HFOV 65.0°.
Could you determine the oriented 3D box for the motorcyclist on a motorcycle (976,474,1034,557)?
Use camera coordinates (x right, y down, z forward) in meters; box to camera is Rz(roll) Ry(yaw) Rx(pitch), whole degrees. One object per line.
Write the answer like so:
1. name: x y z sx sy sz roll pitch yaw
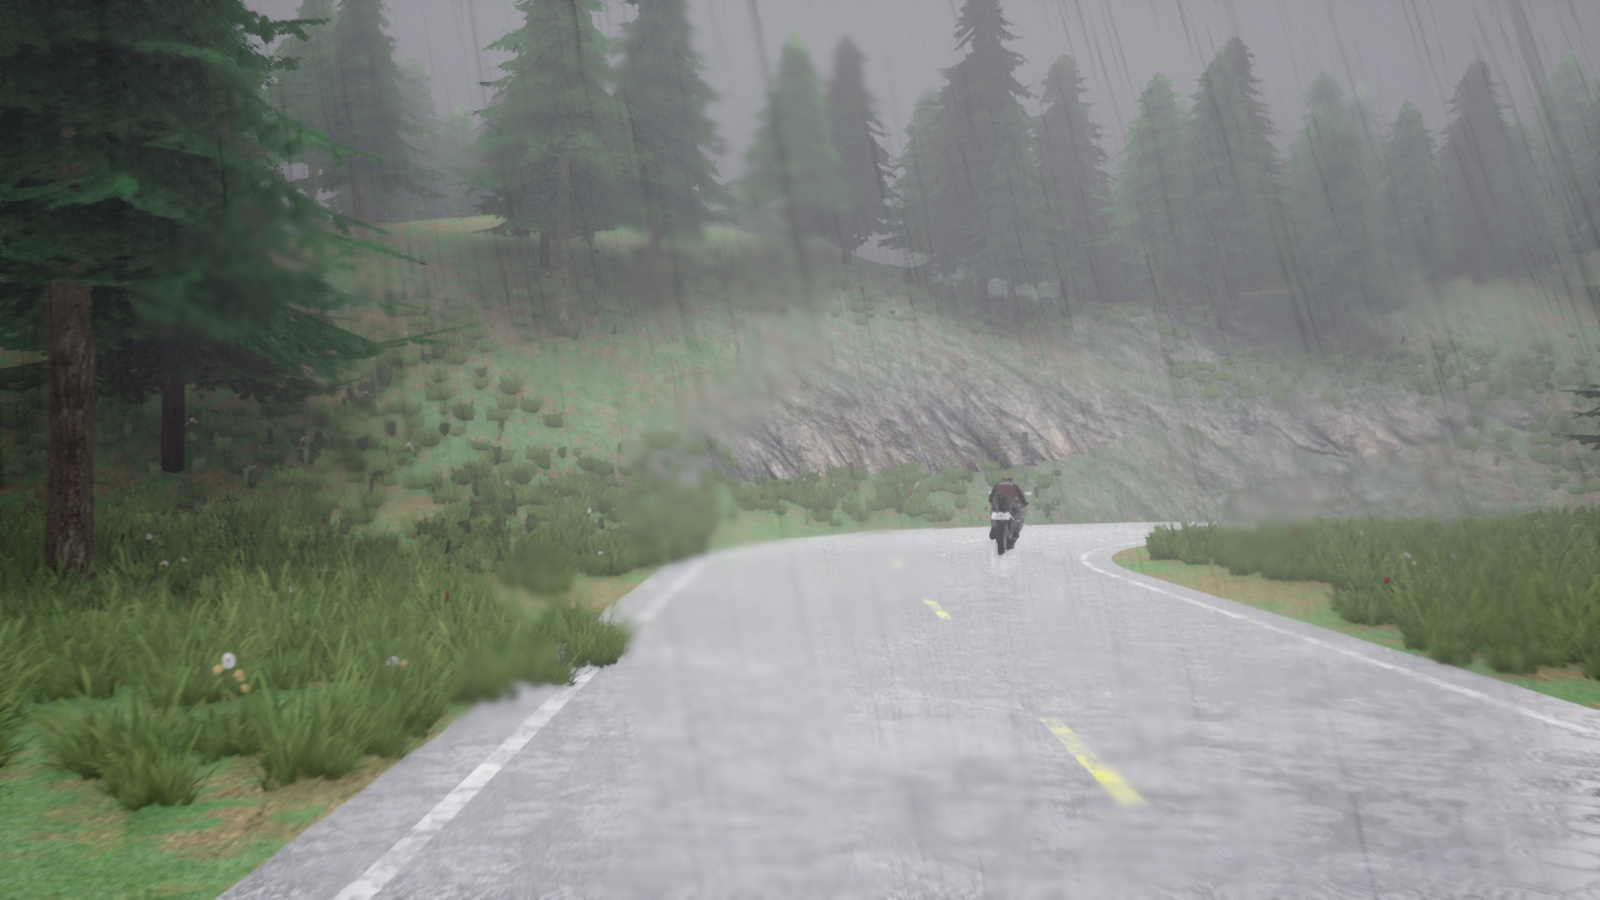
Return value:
1. motorcyclist on a motorcycle: 4.070 1.247 24.744 0.866 1.530 2.191 1 -1 16
